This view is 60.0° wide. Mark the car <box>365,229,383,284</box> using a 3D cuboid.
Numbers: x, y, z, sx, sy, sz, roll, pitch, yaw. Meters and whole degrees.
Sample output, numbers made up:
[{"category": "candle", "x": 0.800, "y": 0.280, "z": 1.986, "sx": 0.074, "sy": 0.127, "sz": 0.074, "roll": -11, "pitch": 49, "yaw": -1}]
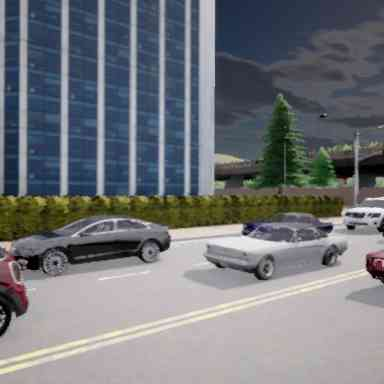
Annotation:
[{"category": "car", "x": 6.417, "y": 1.652, "z": 8.321, "sx": 4.718, "sy": 1.301, "sz": 1.895, "roll": 0, "pitch": 0, "yaw": -35}]

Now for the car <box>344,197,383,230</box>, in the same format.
[{"category": "car", "x": 11.877, "y": 1.355, "z": 20.931, "sx": 5.566, "sy": 2.045, "sz": 2.150, "roll": 0, "pitch": 0, "yaw": -35}]

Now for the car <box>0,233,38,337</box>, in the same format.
[{"category": "car", "x": -4.932, "y": 1.345, "z": 4.766, "sx": 4.553, "sy": 1.767, "sz": 2.097, "roll": 0, "pitch": 0, "yaw": -35}]

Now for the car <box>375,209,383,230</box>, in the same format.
[{"category": "car", "x": 10.984, "y": 1.658, "z": 15.996, "sx": 4.181, "sy": 1.385, "sz": 1.994, "roll": 0, "pitch": 0, "yaw": -35}]

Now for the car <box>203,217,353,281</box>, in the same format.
[{"category": "car", "x": 2.665, "y": 1.642, "z": 10.162, "sx": 4.718, "sy": 1.301, "sz": 1.895, "roll": 0, "pitch": 0, "yaw": -35}]

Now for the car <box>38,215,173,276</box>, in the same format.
[{"category": "car", "x": -2.949, "y": 1.510, "z": 10.472, "sx": 4.902, "sy": 1.511, "sz": 2.128, "roll": 0, "pitch": 0, "yaw": -36}]

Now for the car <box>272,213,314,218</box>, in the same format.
[{"category": "car", "x": 4.586, "y": 1.667, "z": 15.794, "sx": 4.718, "sy": 1.301, "sz": 1.895, "roll": 0, "pitch": 0, "yaw": -35}]
